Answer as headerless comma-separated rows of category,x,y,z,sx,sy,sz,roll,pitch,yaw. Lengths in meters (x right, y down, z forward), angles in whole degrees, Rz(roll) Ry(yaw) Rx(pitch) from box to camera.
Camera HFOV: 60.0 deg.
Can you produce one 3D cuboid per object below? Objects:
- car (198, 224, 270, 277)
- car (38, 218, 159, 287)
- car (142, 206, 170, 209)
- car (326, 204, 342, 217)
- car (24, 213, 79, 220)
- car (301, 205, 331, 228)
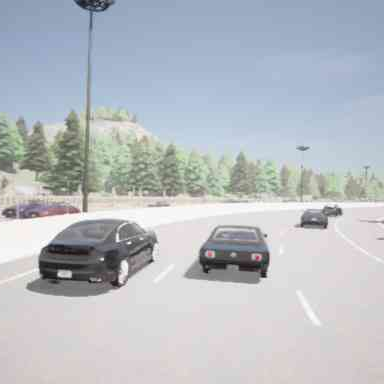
car,1.491,1.709,10.820,1.895,1.301,4.718,2,0,11
car,-2.284,1.492,9.365,1.837,1.490,4.892,1,0,9
car,-3.205,1.658,32.092,1.994,1.385,4.181,2,0,23
car,17.252,2.246,40.947,2.128,1.511,4.902,1,0,32
car,-9.840,1.411,23.746,1.994,1.385,4.181,2,0,17
car,9.752,2.010,26.400,1.994,1.385,4.181,2,0,22
